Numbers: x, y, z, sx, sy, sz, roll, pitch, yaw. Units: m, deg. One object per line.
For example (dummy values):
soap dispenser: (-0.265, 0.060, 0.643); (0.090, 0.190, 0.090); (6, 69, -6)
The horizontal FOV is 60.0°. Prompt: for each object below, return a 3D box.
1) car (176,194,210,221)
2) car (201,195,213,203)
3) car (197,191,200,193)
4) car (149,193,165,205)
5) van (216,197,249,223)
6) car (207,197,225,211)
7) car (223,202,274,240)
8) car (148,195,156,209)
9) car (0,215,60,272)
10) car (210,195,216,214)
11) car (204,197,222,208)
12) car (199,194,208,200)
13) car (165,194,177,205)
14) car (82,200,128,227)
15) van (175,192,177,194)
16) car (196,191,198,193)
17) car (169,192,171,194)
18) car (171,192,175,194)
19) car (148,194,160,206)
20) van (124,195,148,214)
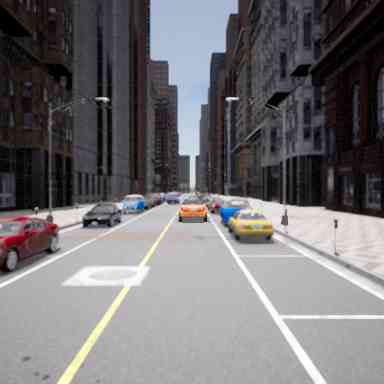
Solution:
car: (0.091, 1.234, 25.758); (2.097, 1.767, 4.553); (0, 0, 0)
car: (2.747, 1.290, 61.338); (1.947, 1.339, 4.313); (0, 0, 0)
car: (2.745, 1.014, 66.974); (2.192, 1.841, 5.009); (0, 0, 0)
car: (-5.777, 1.088, 50.052); (2.192, 1.841, 5.009); (0, 0, 0)
van: (2.754, 1.240, 21.883); (1.690, 1.788, 3.998); (0, 0, 0)
car: (2.751, 1.348, 38.963); (1.752, 1.417, 4.829); (0, 0, 0)
car: (2.756, 1.448, 16.418); (1.752, 1.417, 4.829); (0, 0, 0)
car: (-5.773, 1.389, 38.780); (1.947, 1.339, 4.313); (0, 0, 0)
car: (-5.767, 1.494, 10.597); (1.887, 1.381, 4.507); (0, 0, 0)
car: (2.752, 1.288, 33.157); (1.967, 1.590, 4.097); (0, 0, 0)
car: (2.750, 1.349, 44.430); (2.008, 1.369, 4.403); (0, 0, 0)
car: (2.743, 1.216, 78.247); (1.947, 1.339, 4.313); (0, 0, 0)
car: (-3.012, 1.356, 54.338); (1.895, 1.301, 4.718); (0, 0, 0)
car: (-5.770, 1.464, 21.870); (1.947, 1.339, 4.313); (0, 0, 0)
van: (-5.785, 0.941, 89.509); (1.690, 1.788, 3.998); (0, 0, 0)
car: (2.740, 1.041, 89.518); (1.967, 1.590, 4.097); (0, 0, 0)
car: (-5.780, 1.139, 66.963); (1.967, 1.590, 4.097); (0, 0, 0)
car: (-5.782, 1.090, 78.237); (1.967, 1.590, 4.097); (0, 0, 0)
car: (-5.775, 1.364, 44.417); (1.947, 1.339, 4.313); (0, 0, 0)
van: (-5.773, 1.189, 33.143); (1.690, 1.788, 3.998); (0, 0, 0)
